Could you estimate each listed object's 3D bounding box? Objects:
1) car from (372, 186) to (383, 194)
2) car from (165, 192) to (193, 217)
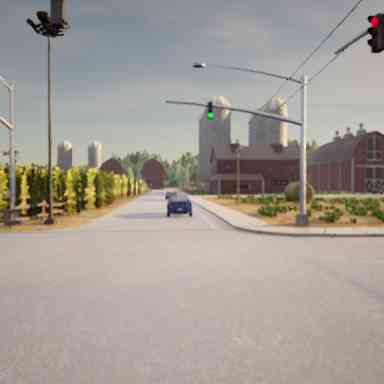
[{"bbox_3d":[42.619,-0.390,75.739,1.905,1.878,3.866,9,8,41],"label":"car"},{"bbox_3d":[-1.021,1.022,25.905,1.882,1.535,5.008,0,1,-4],"label":"car"}]
